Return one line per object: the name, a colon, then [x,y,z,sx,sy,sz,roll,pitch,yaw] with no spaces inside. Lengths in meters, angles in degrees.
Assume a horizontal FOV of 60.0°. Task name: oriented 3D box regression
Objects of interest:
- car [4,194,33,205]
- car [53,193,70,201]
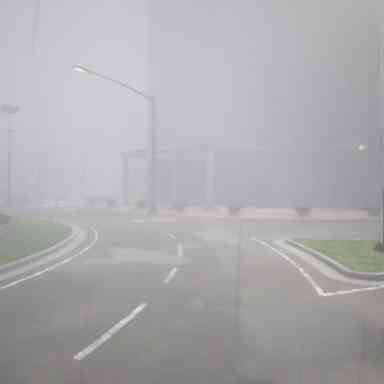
car: [-24.829,1.032,47.680,2.128,1.511,4.902,0,0,4]
car: [-24.935,0.912,63.755,1.837,1.490,4.892,0,2,-2]
